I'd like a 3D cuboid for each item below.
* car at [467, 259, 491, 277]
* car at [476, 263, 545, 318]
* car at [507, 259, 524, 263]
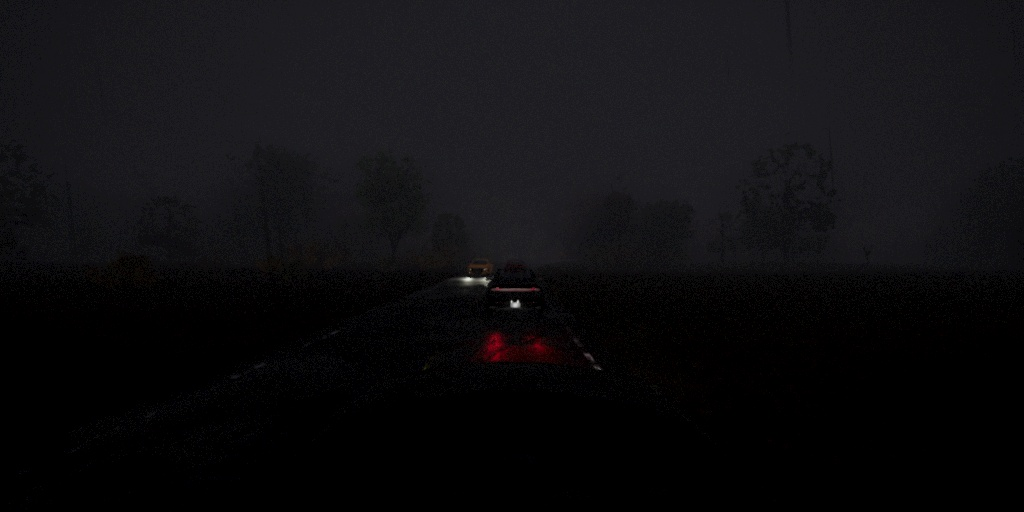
[{"bbox_3d":[-2.812,1.012,32.618,1.882,1.535,5.008,0,0,3],"label":"car"},{"bbox_3d":[0.098,1.168,12.657,2.128,1.511,4.902,0,0,0],"label":"car"},{"bbox_3d":[0.361,1.015,32.923,1.882,1.535,5.008,0,0,2],"label":"car"}]
